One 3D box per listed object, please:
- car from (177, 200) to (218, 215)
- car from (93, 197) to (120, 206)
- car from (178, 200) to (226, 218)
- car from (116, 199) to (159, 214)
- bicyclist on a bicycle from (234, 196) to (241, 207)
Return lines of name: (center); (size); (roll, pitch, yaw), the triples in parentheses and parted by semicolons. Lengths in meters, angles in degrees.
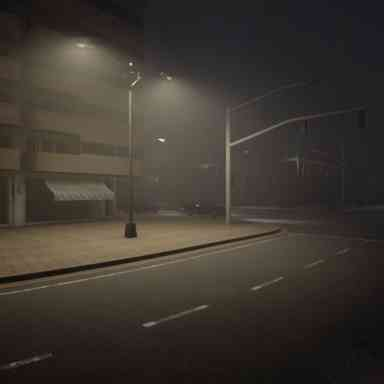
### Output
car: (0.520, 1.623, 36.231); (4.181, 1.385, 1.994); (0, 0, 41)
car: (-15.265, 1.607, 59.216); (5.357, 1.411, 2.033); (0, 0, 41)
car: (1.346, 1.550, 30.889); (4.902, 1.511, 2.128); (0, 0, 41)
car: (-5.844, 1.536, 37.086); (5.008, 1.535, 1.882); (0, 0, 41)
bicyclist on a bicycle: (6.414, 1.362, 46.966); (0.582, 1.620, 1.656); (0, 0, 41)
